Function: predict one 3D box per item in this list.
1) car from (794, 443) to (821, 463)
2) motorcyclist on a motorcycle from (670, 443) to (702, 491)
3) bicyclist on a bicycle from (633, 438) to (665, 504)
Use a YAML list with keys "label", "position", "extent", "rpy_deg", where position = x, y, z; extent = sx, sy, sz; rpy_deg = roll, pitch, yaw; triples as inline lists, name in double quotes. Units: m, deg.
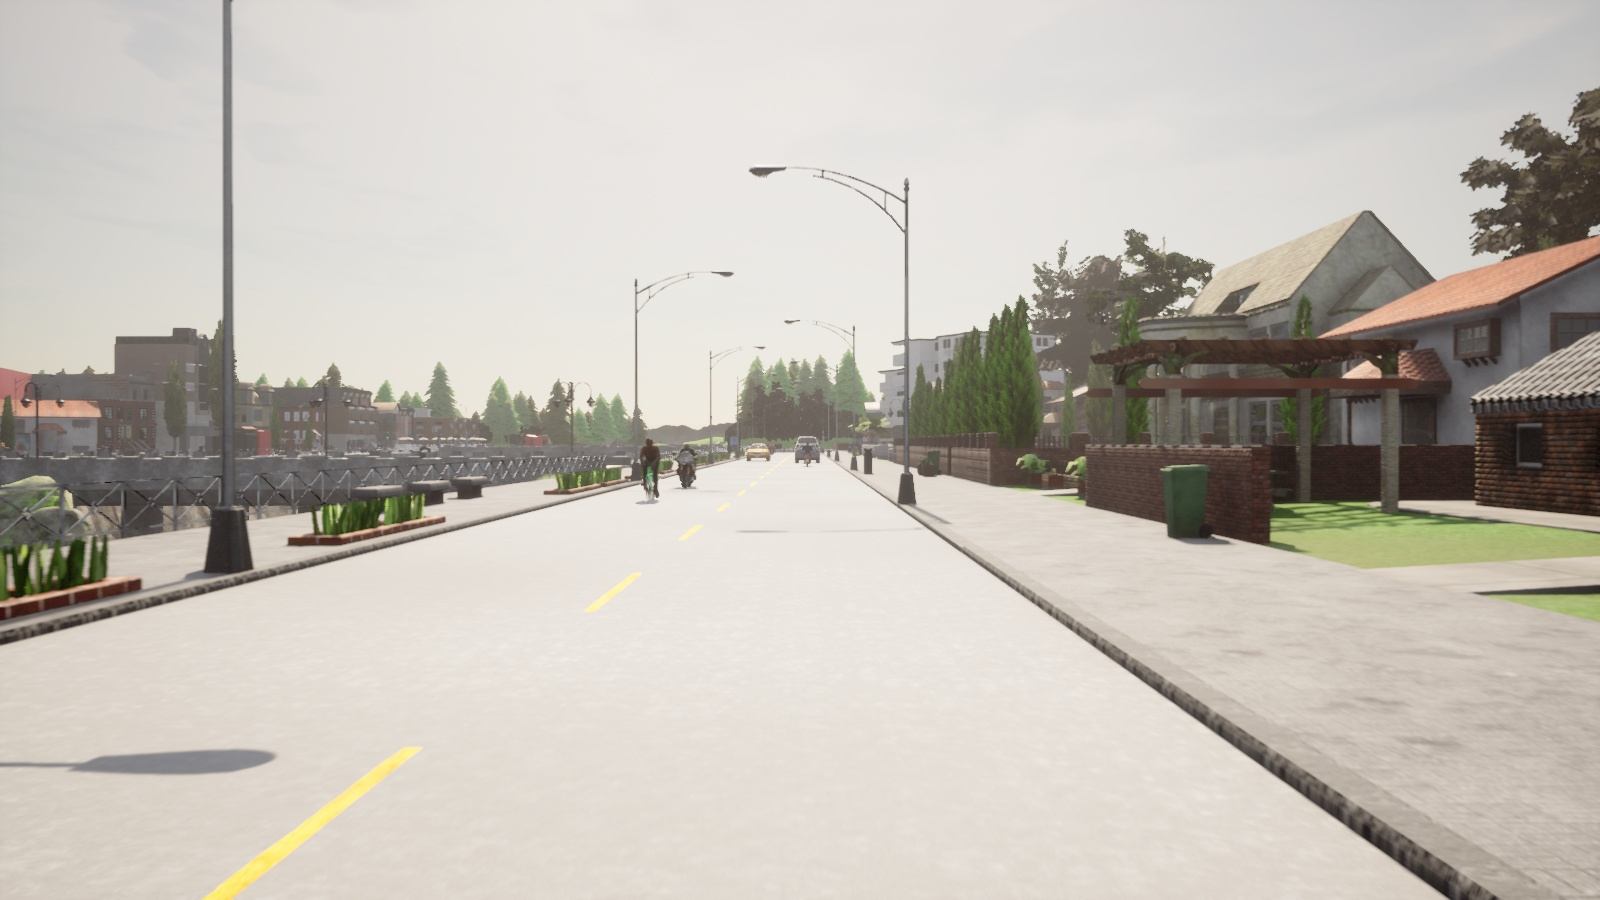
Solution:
- label: "car"
  position: [0.562, 0.178, 94.848]
  extent: [1.970, 1.475, 3.806]
  rpy_deg: [0, 0, 0]
- label: "motorcyclist on a motorcycle"
  position: [-3.747, 0.545, 41.395]
  extent: [0.866, 1.530, 2.191]
  rpy_deg: [0, 0, 0]
- label: "bicyclist on a bicycle"
  position: [-3.802, 0.518, 31.690]
  extent: [0.582, 1.620, 1.656]
  rpy_deg: [0, 1, 0]
